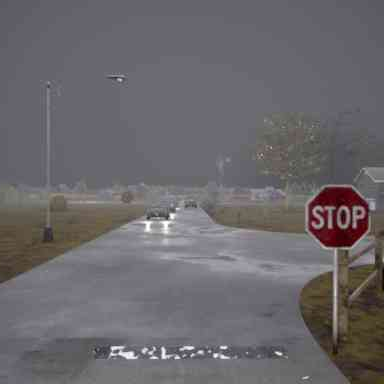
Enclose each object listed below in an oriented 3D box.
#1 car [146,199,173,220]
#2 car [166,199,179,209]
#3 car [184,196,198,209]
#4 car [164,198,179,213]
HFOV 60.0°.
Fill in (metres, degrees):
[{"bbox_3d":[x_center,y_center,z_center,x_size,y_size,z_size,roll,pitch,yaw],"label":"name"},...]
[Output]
[{"bbox_3d":[-2.966,1.623,29.831,1.837,1.490,4.892,0,0,-1],"label":"car"},{"bbox_3d":[-3.117,1.860,54.390,1.837,1.490,4.892,0,0,0],"label":"car"},{"bbox_3d":[-0.168,1.825,51.031,1.837,1.490,4.892,0,-1,0],"label":"car"},{"bbox_3d":[-3.055,1.562,39.903,2.097,1.767,4.553,0,-1,0],"label":"car"}]
